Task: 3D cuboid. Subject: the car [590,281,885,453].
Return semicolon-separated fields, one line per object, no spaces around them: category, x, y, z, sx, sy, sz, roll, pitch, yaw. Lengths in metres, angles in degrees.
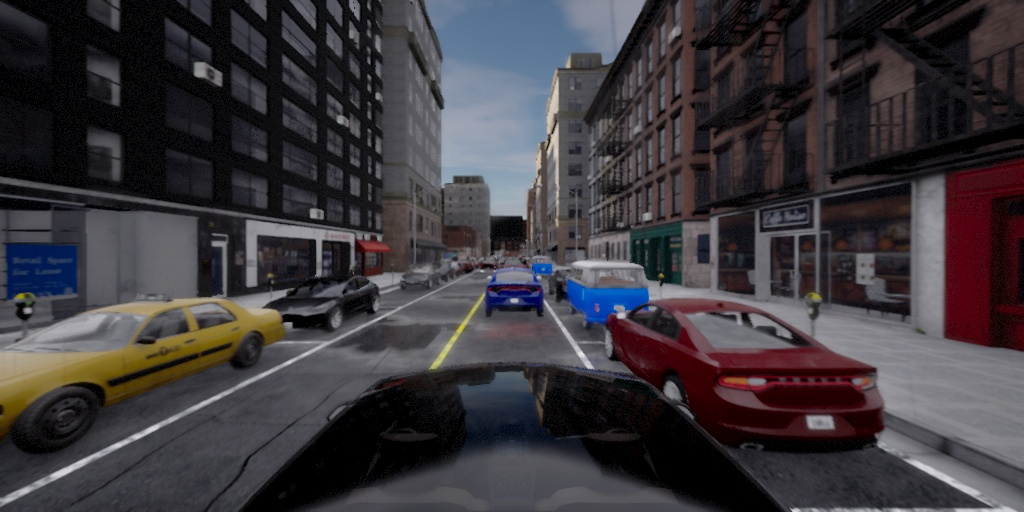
car;2.639;1.274;5.298;1.888;1.381;4.507;0;0;0

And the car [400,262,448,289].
car;-5.379;1.183;21.530;2.007;1.370;4.403;0;0;0

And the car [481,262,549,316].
car;0.082;1.160;13.130;1.882;1.535;5.008;0;0;0

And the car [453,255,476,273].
car;-5.372;0.849;37.758;2.192;1.841;5.009;0;0;0

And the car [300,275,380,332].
car;-5.384;1.263;10.711;1.948;1.339;4.313;0;0;0

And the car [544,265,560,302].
car;2.644;1.231;16.117;1.948;1.339;4.313;0;0;0

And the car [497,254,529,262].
car;0.097;0.935;29.748;2.097;1.767;4.553;0;0;0

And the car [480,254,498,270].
car;-2.820;0.843;44.867;2.097;1.767;4.553;0;1;0

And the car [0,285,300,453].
car;-5.386;1.255;5.132;1.751;1.417;4.829;0;0;0

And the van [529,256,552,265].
van;2.651;0.907;32.345;1.690;1.789;3.998;0;0;0

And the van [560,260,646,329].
van;2.641;1.038;10.708;1.690;1.789;3.998;0;0;0

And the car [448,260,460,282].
car;-5.377;1.166;26.940;1.948;1.339;4.313;0;0;0

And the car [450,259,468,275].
car;-5.374;1.149;32.349;1.802;1.307;4.207;0;0;0

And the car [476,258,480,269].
car;-5.369;0.942;43.168;1.967;1.591;4.097;0;0;0
